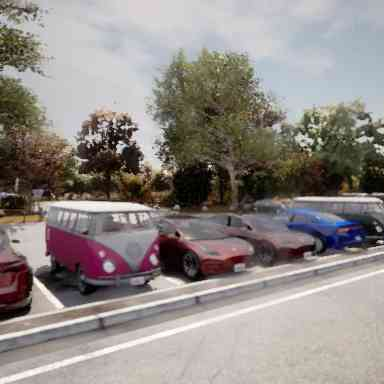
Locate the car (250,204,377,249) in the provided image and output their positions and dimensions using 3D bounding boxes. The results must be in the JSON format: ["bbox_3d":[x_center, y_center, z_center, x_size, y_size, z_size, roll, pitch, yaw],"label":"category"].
[{"bbox_3d":[4.361,1.461,13.616,2.097,1.535,5.008,0,0,-36],"label":"car"}]

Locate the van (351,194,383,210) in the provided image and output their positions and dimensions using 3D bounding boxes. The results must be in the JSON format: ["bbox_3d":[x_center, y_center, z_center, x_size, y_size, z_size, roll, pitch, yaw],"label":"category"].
[{"bbox_3d":[23.555,1.208,43.613,1.878,1.987,4.442,0,0,-36],"label":"van"}]

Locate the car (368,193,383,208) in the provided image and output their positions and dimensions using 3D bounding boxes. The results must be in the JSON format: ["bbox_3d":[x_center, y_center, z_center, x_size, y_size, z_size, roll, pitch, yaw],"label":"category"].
[{"bbox_3d":[28.153,1.172,46.729,2.435,2.045,5.566,0,0,-36],"label":"car"}]

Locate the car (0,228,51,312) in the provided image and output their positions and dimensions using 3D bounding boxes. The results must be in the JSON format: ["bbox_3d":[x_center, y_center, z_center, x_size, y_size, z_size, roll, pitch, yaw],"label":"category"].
[{"bbox_3d":[-4.773,1.501,7.112,2.163,1.488,4.792,0,0,-36],"label":"car"}]

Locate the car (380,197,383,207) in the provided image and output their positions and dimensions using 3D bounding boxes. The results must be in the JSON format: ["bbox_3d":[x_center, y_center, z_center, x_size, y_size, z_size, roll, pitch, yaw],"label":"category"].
[{"bbox_3d":[30.376,1.444,48.393,2.163,1.488,4.792,0,0,-36],"label":"car"}]

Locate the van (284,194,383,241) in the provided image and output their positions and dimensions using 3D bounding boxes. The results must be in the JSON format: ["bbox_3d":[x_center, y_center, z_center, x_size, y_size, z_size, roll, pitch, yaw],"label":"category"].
[{"bbox_3d":[6.704,1.233,15.158,1.878,1.987,4.442,0,0,-36],"label":"van"}]

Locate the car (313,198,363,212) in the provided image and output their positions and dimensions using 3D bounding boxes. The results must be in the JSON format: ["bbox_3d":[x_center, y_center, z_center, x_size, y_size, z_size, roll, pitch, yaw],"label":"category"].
[{"bbox_3d":[16.872,1.471,38.645,2.163,1.488,4.792,0,0,-36],"label":"car"}]

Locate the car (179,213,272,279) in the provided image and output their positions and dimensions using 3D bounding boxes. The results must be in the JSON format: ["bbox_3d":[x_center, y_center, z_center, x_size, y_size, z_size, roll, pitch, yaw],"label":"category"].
[{"bbox_3d":[-0.182,1.496,10.330,2.163,1.488,4.792,0,0,-36],"label":"car"}]

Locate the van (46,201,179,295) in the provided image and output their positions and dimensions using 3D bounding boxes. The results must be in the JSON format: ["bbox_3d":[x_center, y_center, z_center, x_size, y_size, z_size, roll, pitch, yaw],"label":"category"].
[{"bbox_3d":[-2.410,1.243,8.626,1.878,1.987,4.442,0,0,-36],"label":"van"}]

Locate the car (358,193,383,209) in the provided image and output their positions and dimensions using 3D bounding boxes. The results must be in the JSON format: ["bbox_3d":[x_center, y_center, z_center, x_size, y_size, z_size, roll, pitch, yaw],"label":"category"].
[{"bbox_3d":[25.863,1.180,45.158,2.435,2.045,5.566,0,0,-36],"label":"car"}]

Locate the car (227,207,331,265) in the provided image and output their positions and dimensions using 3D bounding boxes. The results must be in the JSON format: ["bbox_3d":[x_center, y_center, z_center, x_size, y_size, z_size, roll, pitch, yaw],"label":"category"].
[{"bbox_3d":[2.097,1.494,11.963,2.163,1.488,4.792,0,0,-36],"label":"car"}]

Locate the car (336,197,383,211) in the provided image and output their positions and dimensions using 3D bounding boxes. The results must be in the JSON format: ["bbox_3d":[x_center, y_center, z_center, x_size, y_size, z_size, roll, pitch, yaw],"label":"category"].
[{"bbox_3d":[21.260,1.433,42.053,1.946,1.575,5.366,0,0,-36],"label":"car"}]

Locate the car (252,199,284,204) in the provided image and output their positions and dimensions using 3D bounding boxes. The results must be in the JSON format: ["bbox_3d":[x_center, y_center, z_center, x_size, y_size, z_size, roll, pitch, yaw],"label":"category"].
[{"bbox_3d":[7.827,1.452,32.204,2.231,1.521,4.892,0,0,-36],"label":"car"}]

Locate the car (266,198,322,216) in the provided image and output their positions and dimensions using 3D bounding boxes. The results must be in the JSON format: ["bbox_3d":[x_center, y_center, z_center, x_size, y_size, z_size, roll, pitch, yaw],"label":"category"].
[{"bbox_3d":[10.195,1.446,33.667,1.946,1.575,5.366,0,0,-36],"label":"car"}]
